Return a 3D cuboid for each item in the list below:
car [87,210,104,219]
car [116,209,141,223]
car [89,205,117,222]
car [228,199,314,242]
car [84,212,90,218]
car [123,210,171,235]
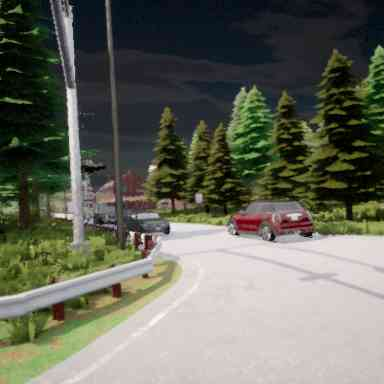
[{"bbox_3d":[-18.110,4.221,62.294,2.128,1.511,4.902,-3,-2,-25],"label":"car"},{"bbox_3d":[-7.593,2.844,39.551,1.812,1.442,4.674,-3,-2,-25],"label":"car"},{"bbox_3d":[-8.108,2.315,31.855,2.150,2.045,5.566,-3,-2,-24],"label":"car"},{"bbox_3d":[3.375,1.176,15.221,2.097,1.767,4.553,-3,-2,-20],"label":"car"},{"bbox_3d":[-16.162,3.732,49.508,2.033,1.411,5.357,-3,-2,-25],"label":"car"},{"bbox_3d":[-2.853,1.918,20.537,1.812,1.442,4.674,-3,-2,-25],"label":"car"}]
